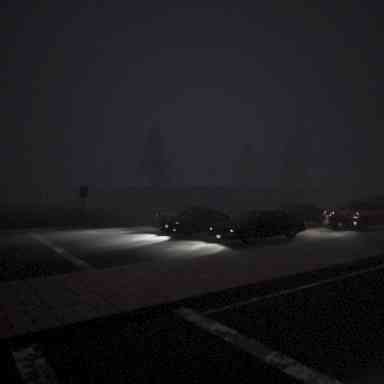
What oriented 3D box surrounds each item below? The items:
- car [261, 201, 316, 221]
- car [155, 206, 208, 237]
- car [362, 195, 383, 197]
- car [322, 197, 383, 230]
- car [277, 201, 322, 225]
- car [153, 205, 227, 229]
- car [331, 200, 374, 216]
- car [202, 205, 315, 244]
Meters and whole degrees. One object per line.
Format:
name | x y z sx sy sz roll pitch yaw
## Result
car | 8.210 1.556 28.152 4.892 1.490 1.837 0 0 -36
car | 0.324 1.588 18.321 4.181 1.385 1.994 0 0 -35
car | 16.041 1.288 29.439 5.566 2.045 2.150 0 0 -36
car | 10.802 1.399 21.409 4.553 1.767 2.097 0 0 -35
car | 7.435 1.548 23.319 4.892 1.490 1.837 0 0 -35
car | -0.089 1.629 22.306 4.718 1.301 1.895 0 0 -35
car | 16.497 1.578 34.063 4.892 1.490 1.837 0 0 -36
car | 3.339 1.574 16.170 5.357 1.411 2.033 0 0 -35
